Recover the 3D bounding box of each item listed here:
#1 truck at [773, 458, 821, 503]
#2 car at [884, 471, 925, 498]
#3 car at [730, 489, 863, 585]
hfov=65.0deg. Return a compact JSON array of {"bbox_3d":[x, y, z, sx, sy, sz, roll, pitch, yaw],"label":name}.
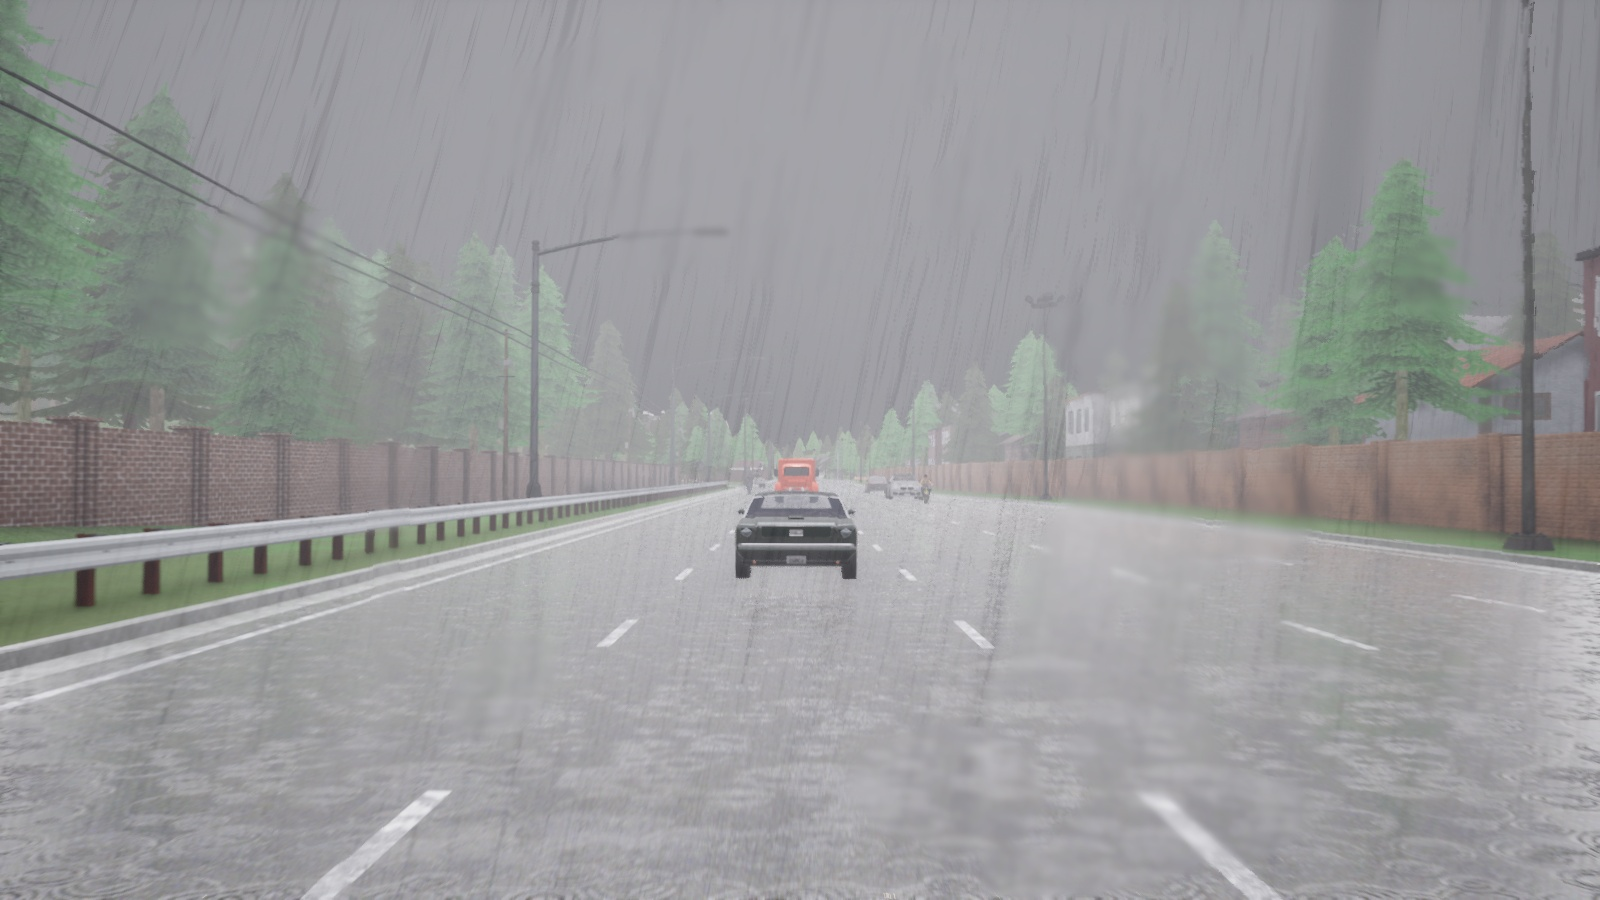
[{"bbox_3d":[-0.179,1.712,71.096,2.627,2.467,5.204,0,-1,0],"label":"truck"},{"bbox_3d":[6.796,2.225,81.901,2.242,1.667,4.611,0,-1,0],"label":"car"},{"bbox_3d":[-0.050,1.313,20.303,1.895,1.301,4.718,0,-1,0],"label":"car"}]
